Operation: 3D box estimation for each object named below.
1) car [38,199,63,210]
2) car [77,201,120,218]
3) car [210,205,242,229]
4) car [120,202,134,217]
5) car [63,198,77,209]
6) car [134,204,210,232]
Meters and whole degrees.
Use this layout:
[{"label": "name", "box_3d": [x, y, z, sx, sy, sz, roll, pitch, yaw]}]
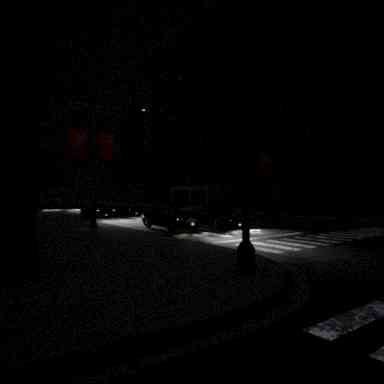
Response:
[{"label": "car", "box_3d": [-20.516, 1.727, 47.407, 2.033, 1.411, 5.357, 0, 0, -35]}, {"label": "car", "box_3d": [-8.790, 1.704, 30.959, 1.895, 1.301, 4.718, 0, 0, -36]}, {"label": "car", "box_3d": [1.454, 1.607, 22.338, 2.033, 1.411, 5.357, 0, 0, -33]}, {"label": "car", "box_3d": [-6.523, 1.712, 33.369, 1.895, 1.301, 4.718, 0, 0, -35]}, {"label": "car", "box_3d": [-18.390, 1.682, 50.029, 2.128, 1.511, 4.902, 0, 0, -36]}, {"label": "car", "box_3d": [-1.387, 1.546, 20.661, 2.128, 1.511, 4.902, 0, 0, -36]}]
